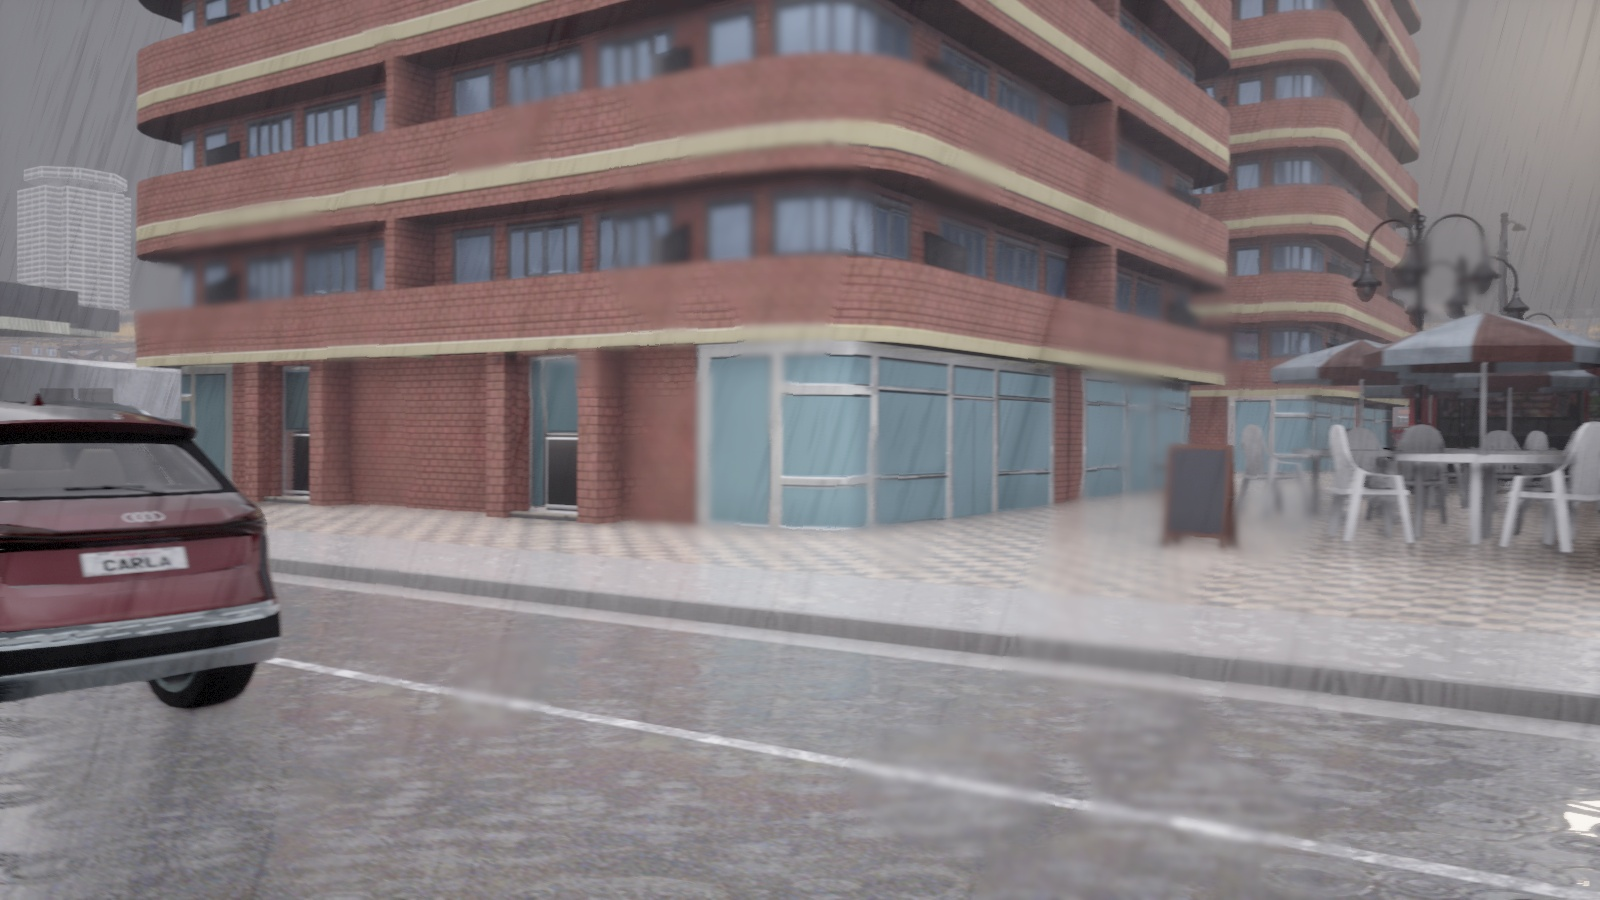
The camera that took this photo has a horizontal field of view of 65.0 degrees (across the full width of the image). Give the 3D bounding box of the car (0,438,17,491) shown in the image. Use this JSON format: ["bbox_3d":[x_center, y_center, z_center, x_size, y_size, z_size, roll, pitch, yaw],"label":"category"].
[{"bbox_3d":[-24.981,0.458,34.999,1.882,1.535,5.008,0,1,32],"label":"car"}]

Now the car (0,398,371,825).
[{"bbox_3d":[-4.730,0.612,6.764,4.856,1.649,2.033,0,1,34],"label":"car"}]
